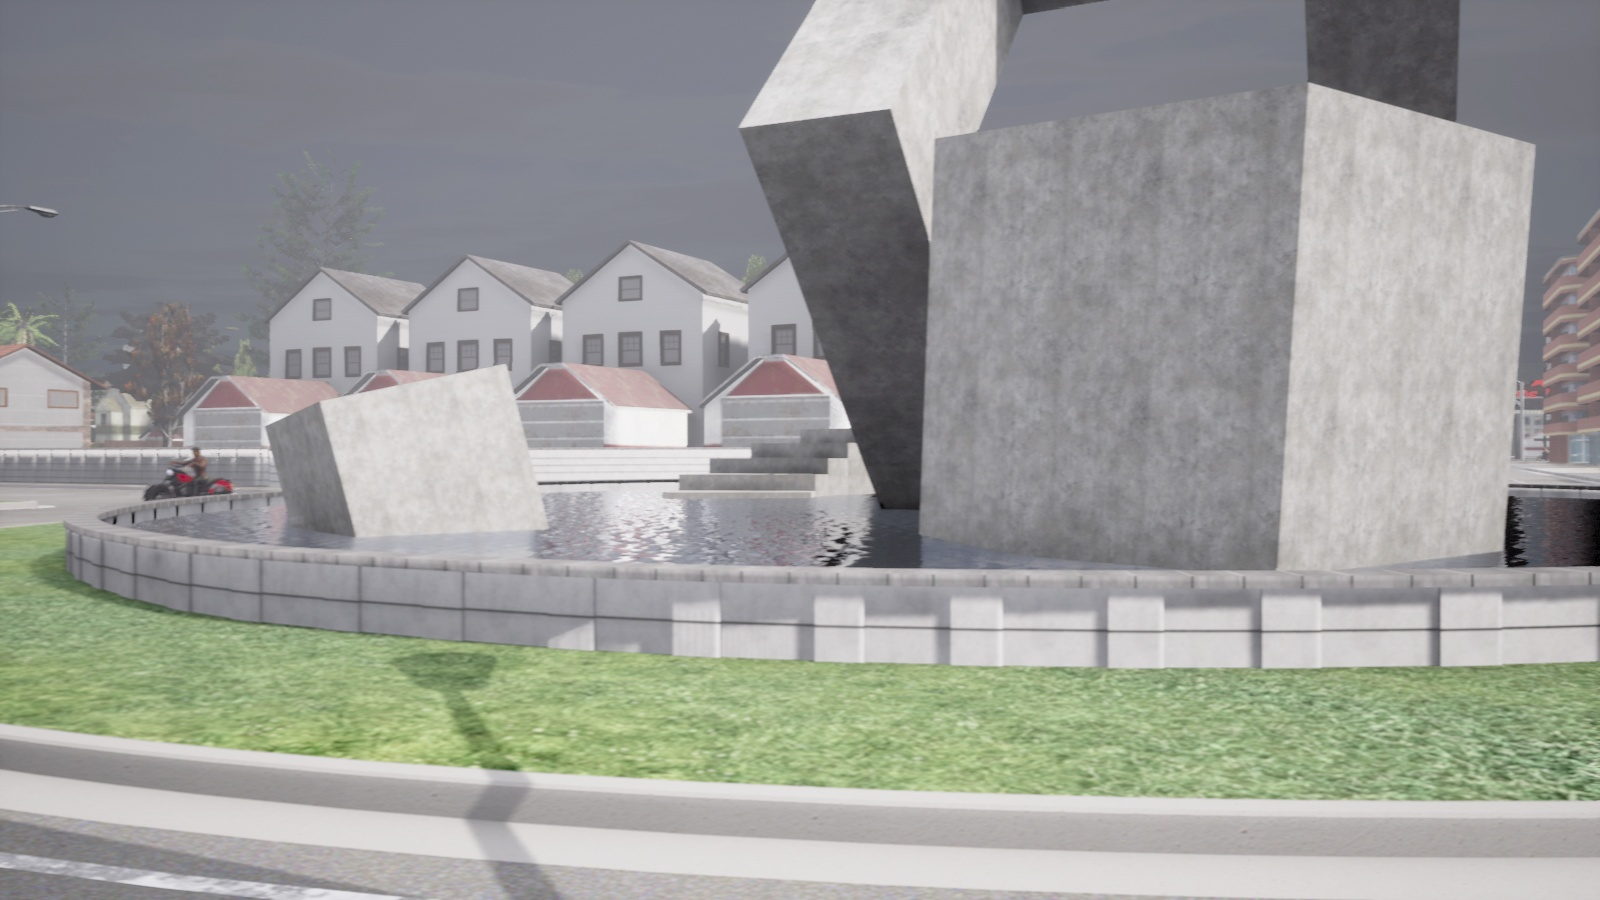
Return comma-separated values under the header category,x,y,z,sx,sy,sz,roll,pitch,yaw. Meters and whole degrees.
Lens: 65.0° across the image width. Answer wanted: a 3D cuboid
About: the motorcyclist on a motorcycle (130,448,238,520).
category,x,y,z,sx,sy,sz,roll,pitch,yaw
motorcyclist on a motorcycle,-14.836,0.787,30.326,0.766,1.649,2.350,0,1,28
